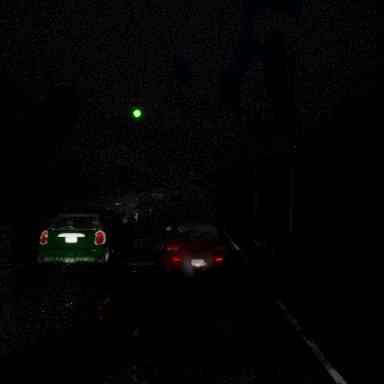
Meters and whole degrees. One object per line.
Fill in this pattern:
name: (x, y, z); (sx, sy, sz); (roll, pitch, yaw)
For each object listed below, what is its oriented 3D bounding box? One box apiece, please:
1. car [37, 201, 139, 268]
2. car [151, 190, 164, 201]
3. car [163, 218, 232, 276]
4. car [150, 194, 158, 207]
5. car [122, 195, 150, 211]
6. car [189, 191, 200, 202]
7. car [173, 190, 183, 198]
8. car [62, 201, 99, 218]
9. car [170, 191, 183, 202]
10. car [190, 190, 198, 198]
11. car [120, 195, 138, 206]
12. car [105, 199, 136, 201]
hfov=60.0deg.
car: (-3.346, 1.346, 11.368); (2.097, 1.767, 4.553); (0, 0, 0)
car: (-6.614, 0.650, 63.770); (2.150, 2.045, 5.566); (0, 3, 0)
car: (0.150, 1.521, 10.223); (1.812, 1.442, 4.674); (0, 0, 0)
car: (-6.774, 1.447, 50.641); (1.837, 1.490, 4.892); (0, 1, 0)
car: (-6.852, 1.472, 40.550); (2.128, 1.511, 4.902); (0, 0, 0)
car: (0.504, 0.815, 63.085); (2.097, 1.767, 4.553); (0, 3, 0)
car: (-3.027, 0.476, 72.950); (2.128, 1.511, 4.902); (0, 3, 0)
car: (-10.425, 1.585, 31.545); (1.895, 1.301, 4.718); (0, 0, 1)
car: (-2.997, 0.955, 62.840); (1.882, 1.535, 5.008); (0, 3, 1)
car: (0.475, 0.438, 73.163); (1.837, 1.490, 4.892); (0, 3, 0)
car: (-10.233, 1.361, 54.448); (1.837, 1.490, 4.892); (0, 2, 1)
car: (-6.916, 1.586, 31.390); (1.895, 1.301, 4.718); (0, 0, 0)
